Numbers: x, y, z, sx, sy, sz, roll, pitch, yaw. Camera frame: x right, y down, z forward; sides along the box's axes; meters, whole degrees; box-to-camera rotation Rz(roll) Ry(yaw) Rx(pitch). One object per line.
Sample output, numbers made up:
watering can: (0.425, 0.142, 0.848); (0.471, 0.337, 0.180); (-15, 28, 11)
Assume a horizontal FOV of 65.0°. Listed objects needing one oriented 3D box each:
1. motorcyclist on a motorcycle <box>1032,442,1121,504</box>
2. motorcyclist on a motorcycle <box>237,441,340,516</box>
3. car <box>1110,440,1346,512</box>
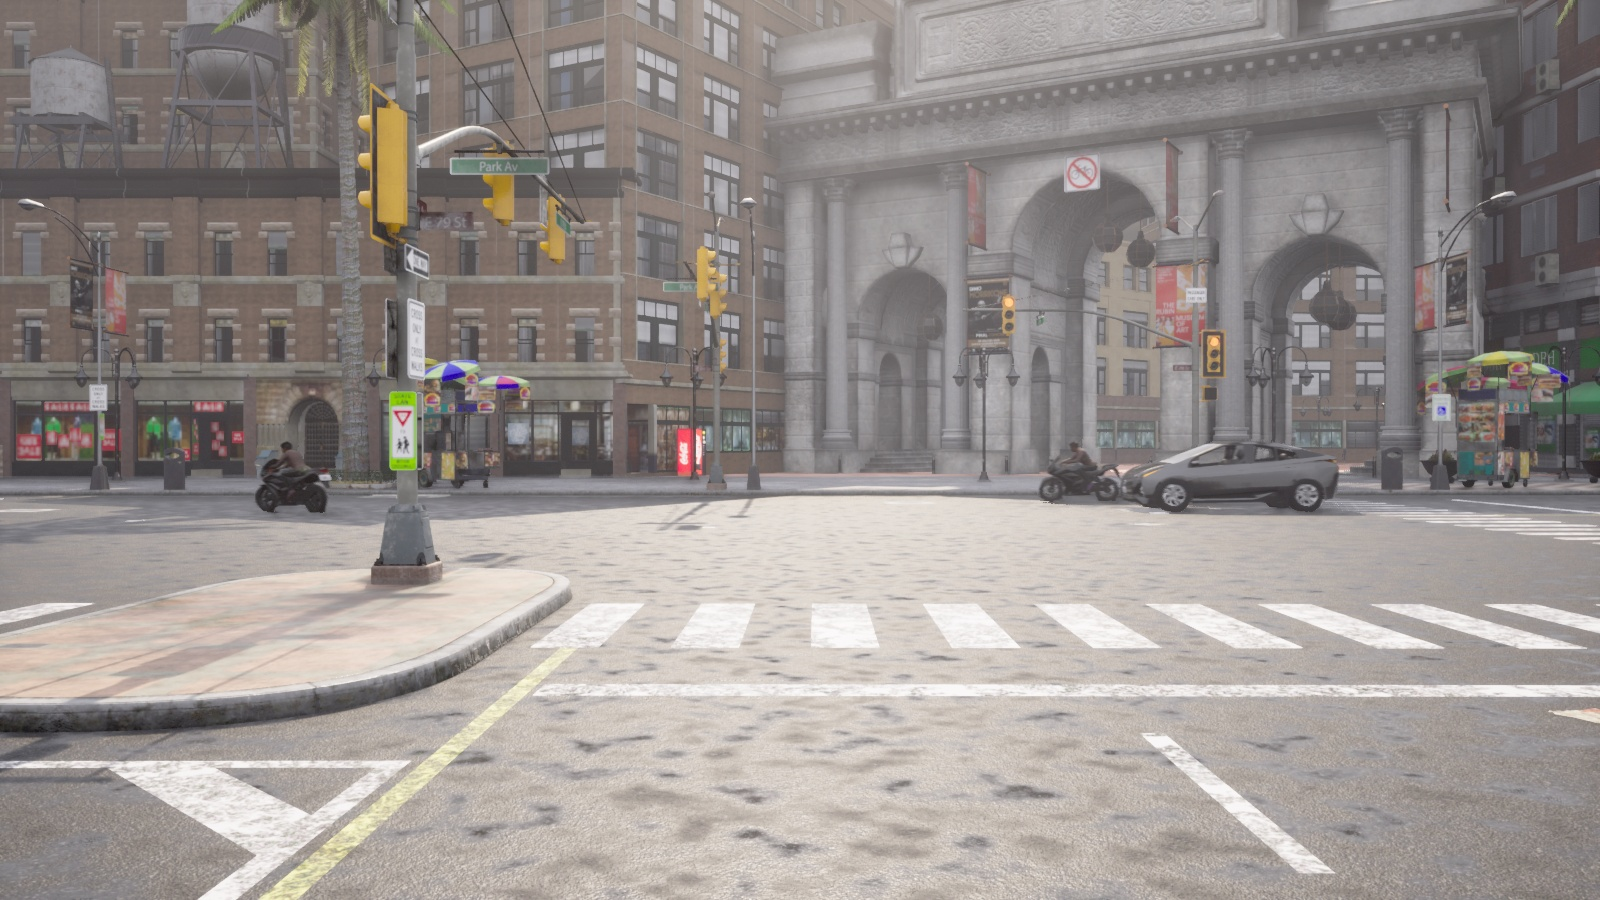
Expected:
motorcyclist on a motorcycle: (6.836, 0.558, 31.130); (2.044, 1.523, 0.797); (0, 0, 1)
motorcyclist on a motorcycle: (-10.799, 0.570, 26.515); (2.044, 1.523, 0.797); (0, 1, 24)
car: (9.308, 0.545, 27.594); (4.514, 1.525, 2.007); (0, 0, 1)
